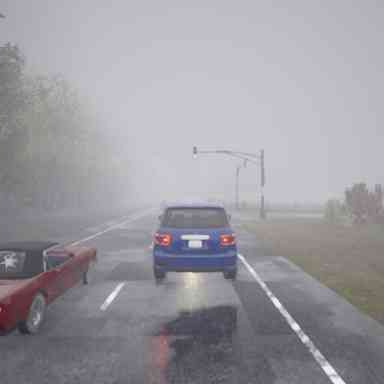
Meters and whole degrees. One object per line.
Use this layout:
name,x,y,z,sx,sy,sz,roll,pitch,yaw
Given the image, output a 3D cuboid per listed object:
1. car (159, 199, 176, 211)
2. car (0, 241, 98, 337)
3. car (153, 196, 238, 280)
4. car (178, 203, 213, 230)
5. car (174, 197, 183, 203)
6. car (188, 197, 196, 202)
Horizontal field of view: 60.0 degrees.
car,-3.405,1.760,47.439,2.128,1.511,4.902,0,0,0
car,-3.402,1.640,6.732,1.895,1.301,4.718,0,0,0
car,0.093,1.285,10.343,2.150,2.045,5.566,0,0,0
car,0.343,1.626,23.292,2.128,1.511,4.902,0,0,4
car,-3.509,2.005,87.214,2.128,1.511,4.902,0,0,0
car,-0.010,2.060,95.044,2.033,1.411,5.357,0,0,0
